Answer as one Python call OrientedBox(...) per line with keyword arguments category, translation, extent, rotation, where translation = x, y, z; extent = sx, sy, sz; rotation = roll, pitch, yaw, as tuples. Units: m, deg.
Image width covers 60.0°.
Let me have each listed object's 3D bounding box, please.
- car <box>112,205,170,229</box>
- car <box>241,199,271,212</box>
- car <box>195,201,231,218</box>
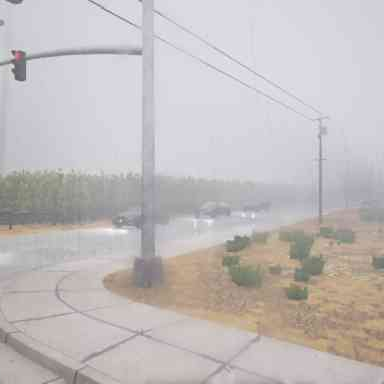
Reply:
OrientedBox(category="car", translation=(-3.335, 1.599, 22.265), extent=(1.994, 1.385, 4.181), rotation=(0, 0, 33))
OrientedBox(category="car", translation=(7.684, 1.582, 39.351), extent=(2.033, 1.411, 5.357), rotation=(0, 0, 33))
OrientedBox(category="car", translation=(2.040, 1.561, 30.580), extent=(1.812, 1.442, 4.674), rotation=(0, 0, 33))
